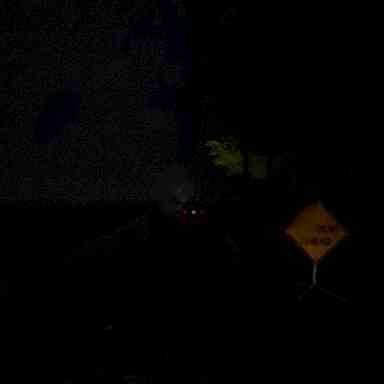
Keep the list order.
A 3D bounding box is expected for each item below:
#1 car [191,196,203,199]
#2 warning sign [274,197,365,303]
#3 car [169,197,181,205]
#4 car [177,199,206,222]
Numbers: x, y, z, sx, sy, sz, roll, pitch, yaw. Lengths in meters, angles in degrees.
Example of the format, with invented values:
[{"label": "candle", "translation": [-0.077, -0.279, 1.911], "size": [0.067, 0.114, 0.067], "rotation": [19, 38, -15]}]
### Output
[{"label": "car", "translation": [0.078, 1.560, 43.820], "size": [1.895, 1.301, 4.718], "rotation": [0, 0, 0]}, {"label": "warning sign", "translation": [2.493, 1.094, 6.692], "size": [1.300, 1.860, 1.060], "rotation": [3, 3, 0]}, {"label": "car", "translation": [-2.813, 1.518, 56.225], "size": [1.994, 1.385, 4.181], "rotation": [0, 0, 0]}, {"label": "car", "translation": [0.102, 1.500, 26.158], "size": [2.033, 1.411, 5.357], "rotation": [0, 0, 0]}]
